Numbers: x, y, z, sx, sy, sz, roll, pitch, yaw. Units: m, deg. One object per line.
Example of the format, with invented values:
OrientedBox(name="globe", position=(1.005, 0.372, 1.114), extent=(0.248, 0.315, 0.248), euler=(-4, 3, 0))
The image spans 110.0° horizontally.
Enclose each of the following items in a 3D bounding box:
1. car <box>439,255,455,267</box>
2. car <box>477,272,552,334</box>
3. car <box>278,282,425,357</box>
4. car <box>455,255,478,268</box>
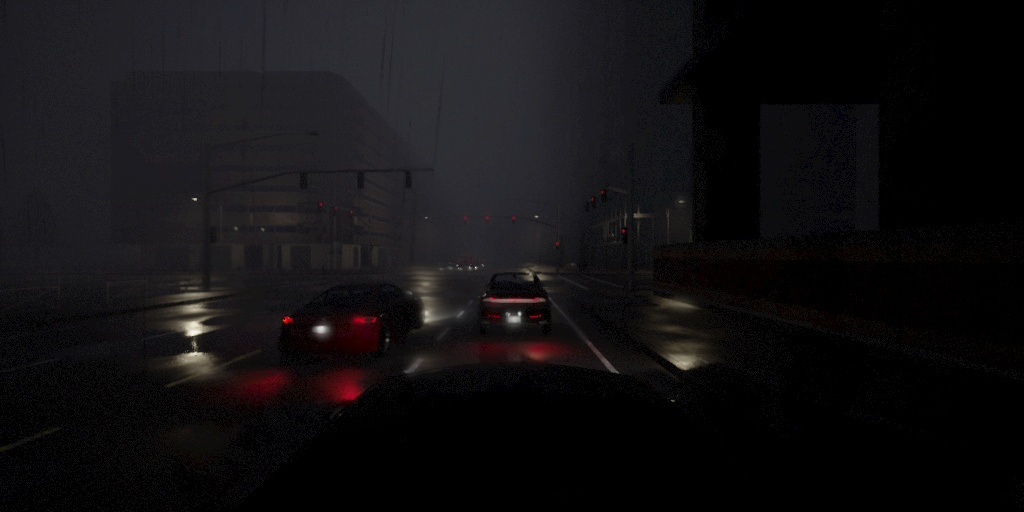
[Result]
OrientedBox(name="car", position=(-10.775, 0.853, 60.526), extent=(2.150, 2.045, 5.566), euler=(0, 0, 1))
OrientedBox(name="car", position=(0.076, 1.224, 10.516), extent=(2.128, 1.511, 4.902), euler=(0, 0, 0))
OrientedBox(name="car", position=(-3.436, 1.300, 8.500), extent=(1.994, 1.385, 4.181), euler=(0, 0, 0))
OrientedBox(name="car", position=(-7.318, 0.857, 58.300), extent=(2.150, 2.045, 5.566), euler=(0, 0, 1))
